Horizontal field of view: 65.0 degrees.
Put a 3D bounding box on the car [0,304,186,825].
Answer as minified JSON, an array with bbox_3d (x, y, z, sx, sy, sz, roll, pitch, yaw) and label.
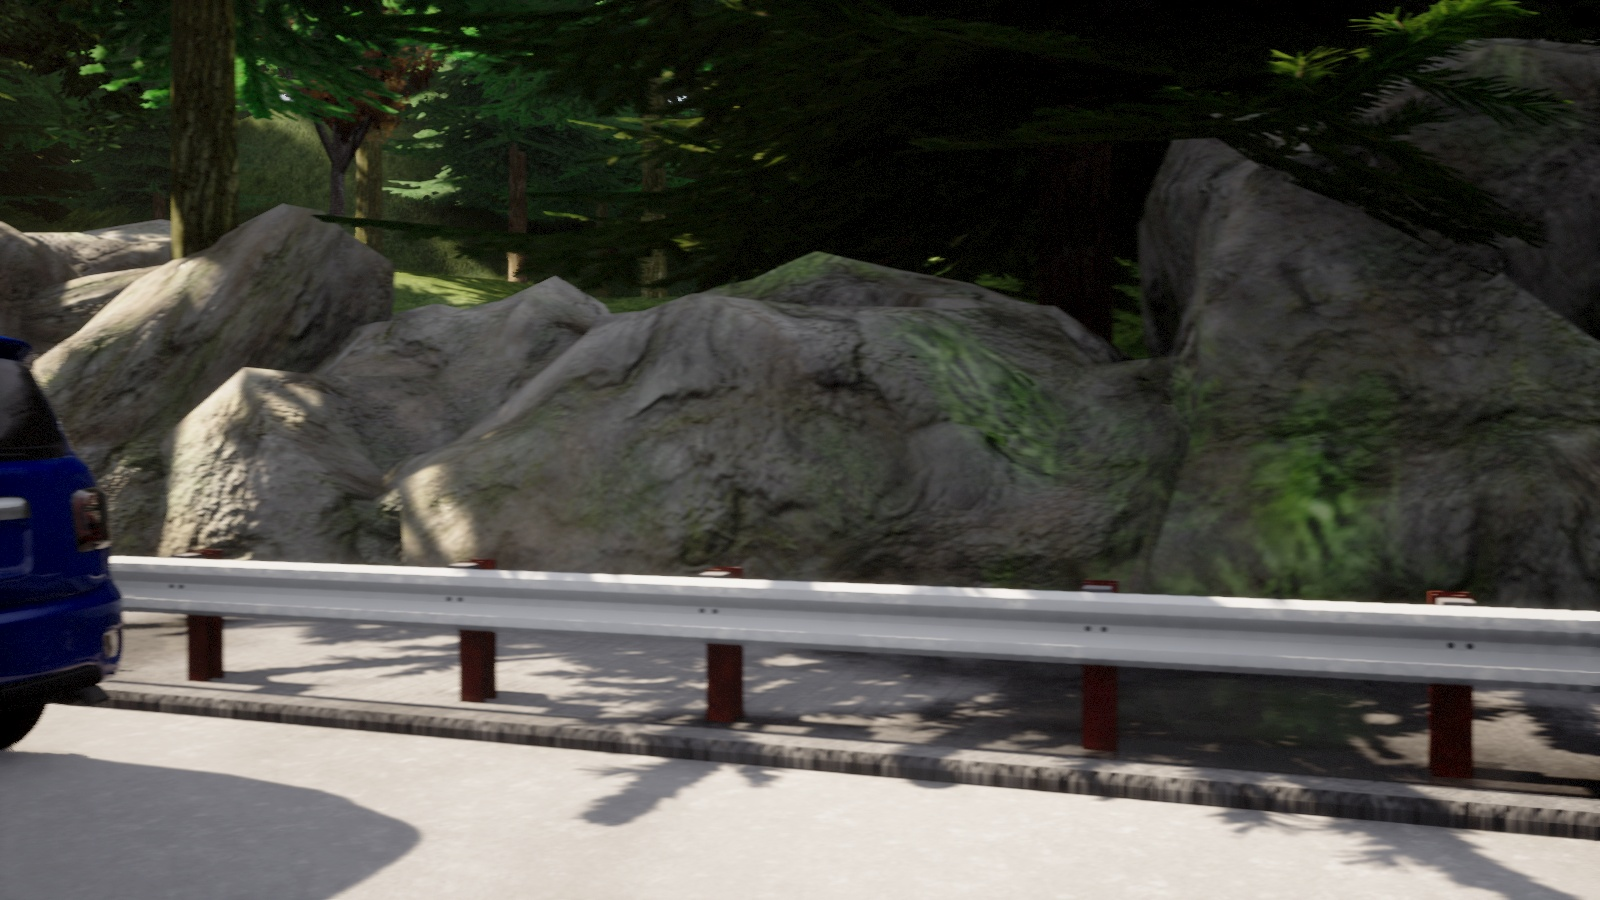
[{"bbox_3d":[-5.824,0.428,5.677,5.566,2.045,2.150,1,1,19],"label":"car"}]
